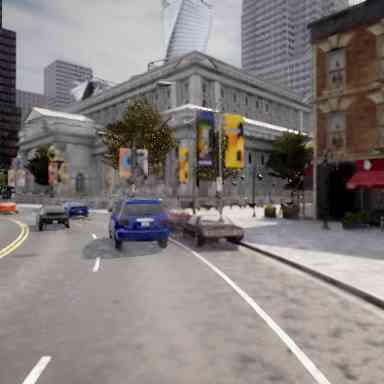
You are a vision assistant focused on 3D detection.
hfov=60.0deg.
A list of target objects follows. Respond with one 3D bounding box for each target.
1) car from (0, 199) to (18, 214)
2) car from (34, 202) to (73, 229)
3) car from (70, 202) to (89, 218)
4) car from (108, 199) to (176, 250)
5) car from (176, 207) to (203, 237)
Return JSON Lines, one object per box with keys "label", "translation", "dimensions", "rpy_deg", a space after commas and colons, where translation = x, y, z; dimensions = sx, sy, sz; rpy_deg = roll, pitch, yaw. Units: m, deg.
{"label": "car", "translation": [-21.829, 1.596, 38.494], "dimensions": [2.097, 1.767, 4.553], "rpy_deg": [0, 0, -43]}
{"label": "car", "translation": [-9.734, 1.647, 23.076], "dimensions": [1.837, 1.490, 4.892], "rpy_deg": [1, -1, -28]}
{"label": "car", "translation": [-11.665, 1.674, 32.273], "dimensions": [1.882, 1.535, 5.008], "rpy_deg": [1, -1, -38]}
{"label": "car", "translation": [-2.564, 1.315, 15.212], "dimensions": [2.150, 2.045, 5.566], "rpy_deg": [0, 0, -17]}
{"label": "car", "translation": [-1.347, 1.642, 20.982], "dimensions": [2.002, 1.452, 4.674], "rpy_deg": [0, 0, -24]}
